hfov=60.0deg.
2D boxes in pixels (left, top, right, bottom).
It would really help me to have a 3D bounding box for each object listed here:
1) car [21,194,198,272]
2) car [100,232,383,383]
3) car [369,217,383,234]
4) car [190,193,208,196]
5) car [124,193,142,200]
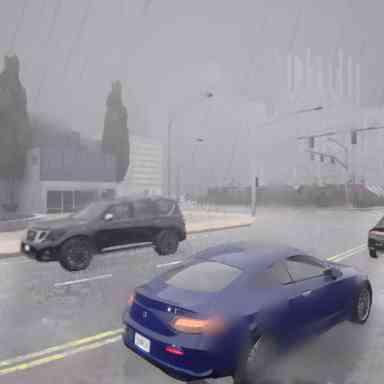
[{"bbox_3d":[-2.643,1.222,11.288,5.566,2.045,2.150,0,0,-44],"label":"car"},{"bbox_3d":[1.162,1.526,5.278,4.674,1.442,1.812,0,0,-42],"label":"car"},{"bbox_3d":[7.747,1.491,11.790,2.128,1.511,4.902,0,0,43],"label":"car"},{"bbox_3d":[2.097,1.395,74.448,1.970,1.475,3.806,0,0,44],"label":"car"},{"bbox_3d":[-16.241,1.153,92.043,1.932,1.855,4.605,0,0,44],"label":"car"}]
